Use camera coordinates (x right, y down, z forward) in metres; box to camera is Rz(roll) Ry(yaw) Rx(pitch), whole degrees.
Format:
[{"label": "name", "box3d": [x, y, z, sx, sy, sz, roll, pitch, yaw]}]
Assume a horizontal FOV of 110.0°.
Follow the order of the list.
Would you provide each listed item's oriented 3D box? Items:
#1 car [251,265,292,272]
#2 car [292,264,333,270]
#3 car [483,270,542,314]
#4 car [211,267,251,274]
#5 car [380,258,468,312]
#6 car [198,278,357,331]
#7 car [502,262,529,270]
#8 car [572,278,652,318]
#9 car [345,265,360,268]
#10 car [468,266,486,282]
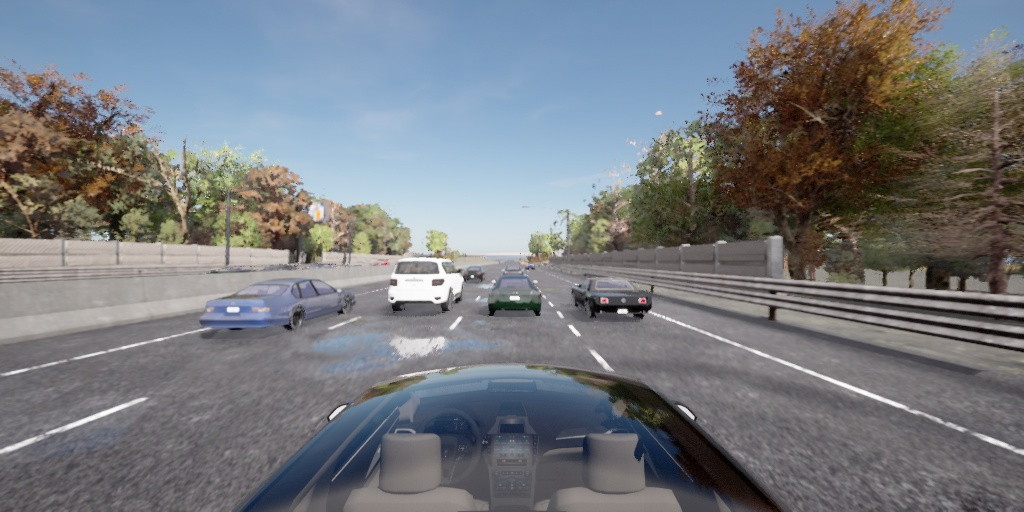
[{"label": "car", "box3d": [-24.598, 1.662, 37.895, 1.837, 1.490, 4.892, 0, -1, 0]}, {"label": "car", "box3d": [-21.100, 1.662, 39.000, 2.128, 1.511, 4.902, 0, -1, 0]}, {"label": "car", "box3d": [0.097, 1.455, 14.479, 1.994, 1.385, 4.181, 0, -1, 0]}, {"label": "car", "box3d": [-28.102, 1.744, 36.679, 1.895, 1.301, 4.718, 0, -1, 0]}, {"label": "car", "box3d": [-3.404, 1.120, 15.149, 2.150, 2.045, 5.566, 0, -1, 0]}, {"label": "car", "box3d": [-6.906, 1.404, 11.386, 2.033, 1.411, 5.357, 0, -1, 0]}, {"label": "car", "box3d": [0.096, 1.582, 32.086, 2.128, 1.511, 4.902, 0, -1, 0]}, {"label": "car", "box3d": [3.490, 1.474, 13.540, 1.895, 1.301, 4.718, 0, -1, 0]}, {"label": "car", "box3d": [-17.598, 1.745, 39.976, 1.994, 1.385, 4.181, 0, -1, 0]}, {"label": "car", "box3d": [-3.421, 1.629, 33.235, 1.812, 1.442, 4.674, 0, -1, 0]}]
